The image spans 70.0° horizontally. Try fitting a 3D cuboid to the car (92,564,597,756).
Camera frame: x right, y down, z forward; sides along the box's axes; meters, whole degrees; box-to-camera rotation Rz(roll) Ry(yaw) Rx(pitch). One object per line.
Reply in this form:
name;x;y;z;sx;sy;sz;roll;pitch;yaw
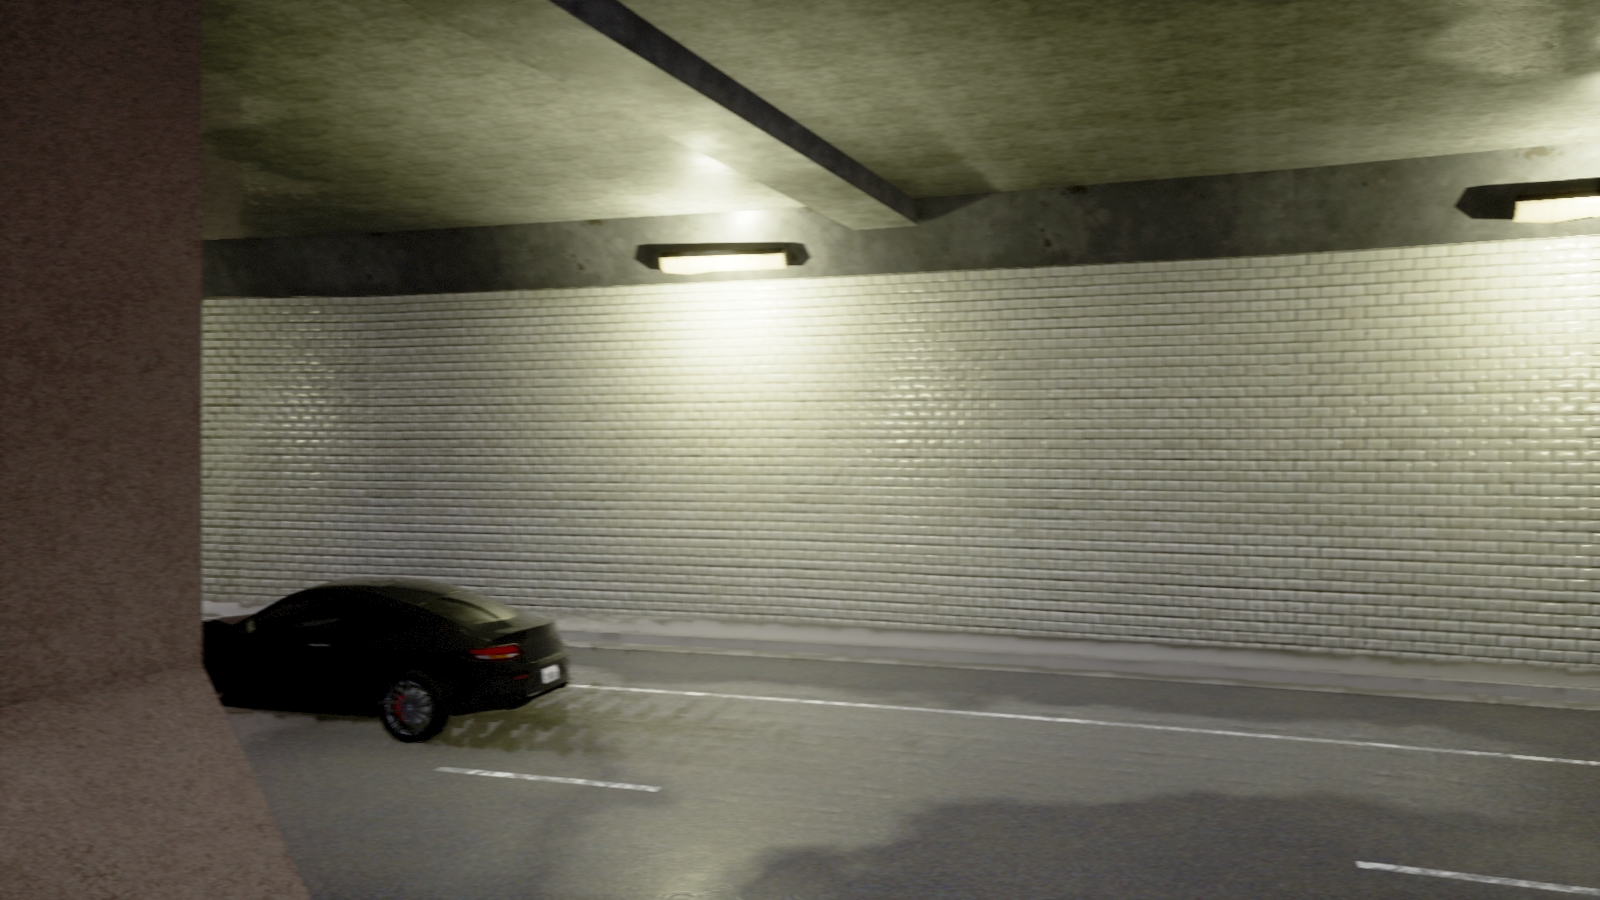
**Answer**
car;-4.718;2.077;12.037;4.674;1.442;2.002;0;0;15
